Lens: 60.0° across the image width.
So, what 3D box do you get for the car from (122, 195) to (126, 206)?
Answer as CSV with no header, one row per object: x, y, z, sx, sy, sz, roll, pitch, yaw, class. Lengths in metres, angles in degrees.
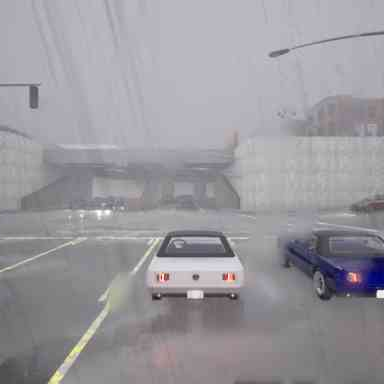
-11.495,1.539,54.164,2.033,1.411,5.357,0,0,-1,car

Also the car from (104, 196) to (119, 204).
-15.172,1.516,63.142,1.812,1.442,4.674,0,0,-1,car

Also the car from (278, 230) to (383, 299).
3.584,1.600,8.360,1.895,1.301,4.718,0,0,0,car

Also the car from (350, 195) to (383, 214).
15.822,0.968,28.456,4.181,1.385,1.994,-7,0,0,car

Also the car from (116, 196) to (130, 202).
-15.314,1.529,73.800,2.033,1.411,5.357,0,0,-1,car

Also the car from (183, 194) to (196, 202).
-0.662,1.343,79.148,2.097,1.767,4.553,0,0,13,car

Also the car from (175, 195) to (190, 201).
-2.368,1.465,85.429,1.882,1.535,5.008,0,0,24,car

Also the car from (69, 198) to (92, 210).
-14.754,1.519,44.092,1.812,1.442,4.674,0,0,-2,car

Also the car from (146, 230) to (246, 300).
0.084,1.600,8.351,1.895,1.301,4.718,0,0,0,car

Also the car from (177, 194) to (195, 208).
-0.689,1.484,48.581,2.128,1.511,4.902,0,0,-1,car

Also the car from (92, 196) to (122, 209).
-11.264,1.485,44.526,2.128,1.511,4.902,0,0,-1,car

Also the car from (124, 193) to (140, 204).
-11.700,1.212,64.870,2.150,2.045,5.566,0,0,-1,car

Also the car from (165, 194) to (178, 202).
-4.725,1.344,75.563,2.097,1.767,4.553,0,0,6,car

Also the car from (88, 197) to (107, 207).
-14.970,1.518,53.140,1.812,1.442,4.674,0,0,-1,car
